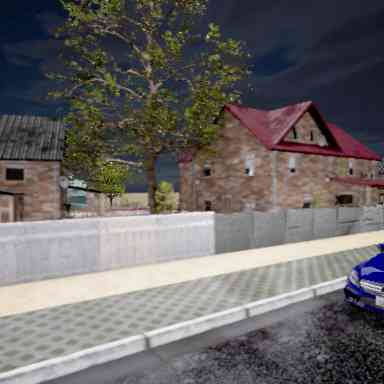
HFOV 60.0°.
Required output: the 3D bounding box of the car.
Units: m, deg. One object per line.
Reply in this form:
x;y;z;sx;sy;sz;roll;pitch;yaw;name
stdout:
4.948;1.492;6.593;4.674;1.442;1.812;0;0;-36;car
